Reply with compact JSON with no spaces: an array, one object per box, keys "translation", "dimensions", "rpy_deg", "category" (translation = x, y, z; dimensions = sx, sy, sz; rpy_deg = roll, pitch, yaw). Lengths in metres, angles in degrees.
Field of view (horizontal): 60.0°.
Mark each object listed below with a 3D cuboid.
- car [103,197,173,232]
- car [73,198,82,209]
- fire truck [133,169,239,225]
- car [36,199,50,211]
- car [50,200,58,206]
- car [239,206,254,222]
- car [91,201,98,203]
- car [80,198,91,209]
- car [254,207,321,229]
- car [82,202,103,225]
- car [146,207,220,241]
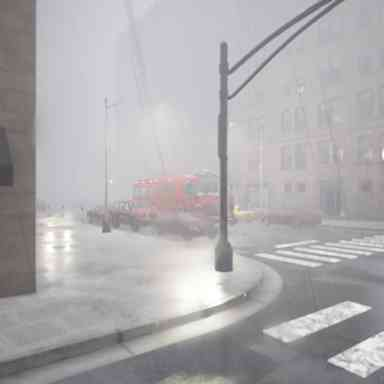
[{"translation":[-3.659,1.473,21.738],"dimensions":[2.192,1.841,5.009],"rpy_deg":[-1,0,-35],"category":"car"},{"translation":[-19.306,1.979,58.430],"dimensions":[2.192,1.841,5.009],"rpy_deg":[-1,0,-35],"category":"car"},{"translation":[-0.963,0.493,22.555],"dimensions":[2.891,3.827,8.468],"rpy_deg":[0,-1,-35],"category":"fire truck"},{"translation":[-23.017,1.898,48.940],"dimensions":[2.192,1.841,5.009],"rpy_deg":[-1,0,-35],"category":"car"},{"translation":[-32.303,2.472,76.700],"dimensions":[1.752,1.417,4.829],"rpy_deg":[-1,0,-35],"category":"car"},{"translation":[3.177,1.693,26.839],"dimensions":[1.752,1.417,4.829],"rpy_deg":[-1,0,-35],"category":"car"},{"translation":[-12.851,2.062,49.364],"dimensions":[1.887,1.381,4.507],"rpy_deg":[-1,0,-35],"category":"car"},{"translation":[-16.076,2.141,53.896],"dimensions":[2.008,1.369,4.403],"rpy_deg":[-1,0,-35],"category":"car"},{"translation":[6.502,1.680,22.168],"dimensions":[1.802,1.307,4.206],"rpy_deg":[-1,0,-35],"category":"car"},{"translation":[-6.882,1.771,26.270],"dimensions":[1.887,1.381,4.507],"rpy_deg":[-1,0,-35],"category":"car"},{"translation":[-0.428,1.672,17.203],"dimensions":[1.802,1.307,4.206],"rpy_deg":[-1,0,-35],"category":"car"}]
